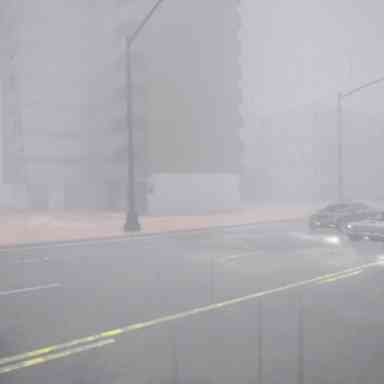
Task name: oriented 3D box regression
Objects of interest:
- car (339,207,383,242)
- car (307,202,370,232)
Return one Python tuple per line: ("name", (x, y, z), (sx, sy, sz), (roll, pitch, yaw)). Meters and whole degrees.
("car", (8.726, 1.478, 14.512), (4.718, 1.301, 1.895), (-1, 1, -35))
("car", (8.472, 1.342, 18.628), (4.892, 1.490, 1.837), (-1, 1, -35))
